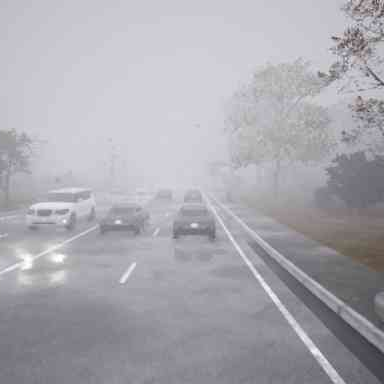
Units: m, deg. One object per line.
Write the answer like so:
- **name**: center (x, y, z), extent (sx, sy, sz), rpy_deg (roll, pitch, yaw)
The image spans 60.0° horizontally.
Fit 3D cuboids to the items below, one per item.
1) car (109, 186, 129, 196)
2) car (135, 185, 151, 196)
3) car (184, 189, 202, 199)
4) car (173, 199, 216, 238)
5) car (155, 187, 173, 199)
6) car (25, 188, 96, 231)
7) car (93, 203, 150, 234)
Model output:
- **car**: center (-10.579, -0.243, 48.662), extent (2.033, 1.411, 5.357), rpy_deg (0, 3, 0)
- **car**: center (-7.081, -0.266, 48.696), extent (1.812, 1.442, 4.674), rpy_deg (0, 3, 0)
- **car**: center (0.097, 0.296, 37.634), extent (1.994, 1.385, 4.181), rpy_deg (0, 3, 0)
- **car**: center (0.098, 1.305, 16.307), extent (1.994, 1.385, 4.181), rpy_deg (0, 3, 0)
- **car**: center (-3.406, 0.118, 41.391), extent (1.994, 1.385, 4.181), rpy_deg (0, 3, 0)
- **car**: center (-7.045, 0.854, 18.591), extent (2.150, 2.045, 5.566), rpy_deg (0, 3, 1)
- **car**: center (-3.402, 1.256, 17.354), extent (1.994, 1.385, 4.181), rpy_deg (0, 3, 0)
